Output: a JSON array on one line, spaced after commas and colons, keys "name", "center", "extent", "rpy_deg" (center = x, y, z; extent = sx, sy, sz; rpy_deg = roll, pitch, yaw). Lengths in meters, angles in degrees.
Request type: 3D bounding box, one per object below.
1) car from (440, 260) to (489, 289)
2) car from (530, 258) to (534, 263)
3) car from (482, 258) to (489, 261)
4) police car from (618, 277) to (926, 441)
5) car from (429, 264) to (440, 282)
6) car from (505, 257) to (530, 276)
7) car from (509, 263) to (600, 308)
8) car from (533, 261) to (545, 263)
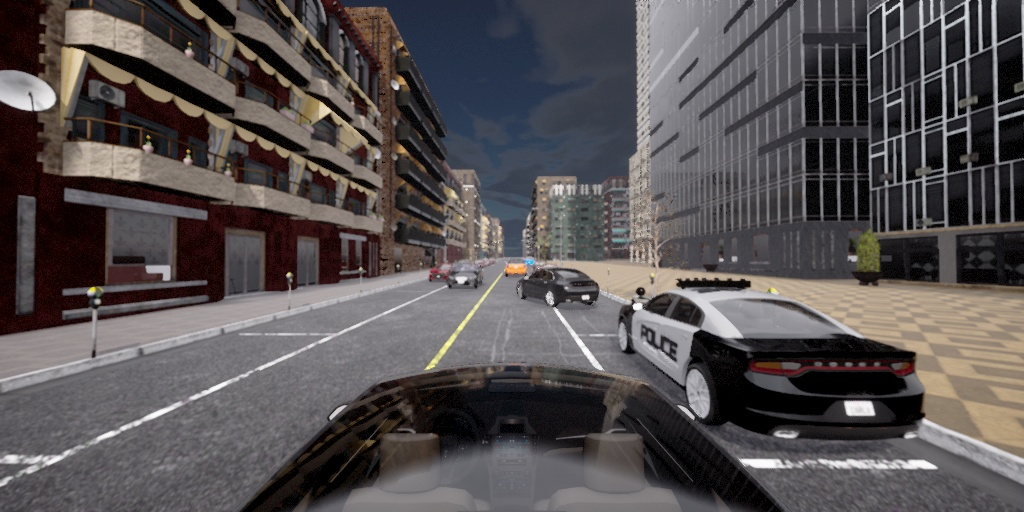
[{"name": "car", "center": [-2.898, 1.222, 23.039], "extent": [2.128, 1.511, 4.902], "rpy_deg": [0, 0, 1]}, {"name": "car", "center": [3.054, 1.269, 39.794], "extent": [2.007, 1.370, 4.403], "rpy_deg": [0, 0, 1]}, {"name": "car", "center": [-5.165, 1.286, 56.585], "extent": [1.802, 1.307, 4.207], "rpy_deg": [0, 0, 1]}, {"name": "police car", "center": [3.170, 1.172, 5.831], "extent": [1.930, 1.638, 5.238], "rpy_deg": [0, 0, 1]}, {"name": "car", "center": [-5.433, 1.270, 28.737], "extent": [1.888, 1.381, 4.507], "rpy_deg": [0, 0, 1]}, {"name": "car", "center": [0.420, 1.072, 36.012], "extent": [2.097, 1.767, 4.553], "rpy_deg": [0, 0, 1]}, {"name": "car", "center": [1.782, 1.245, 15.389], "extent": [1.837, 1.490, 4.892], "rpy_deg": [-1, 1, -22]}, {"name": "car", "center": [2.947, 1.272, 28.656], "extent": [1.888, 1.381, 4.507], "rpy_deg": [0, 0, 1]}]
